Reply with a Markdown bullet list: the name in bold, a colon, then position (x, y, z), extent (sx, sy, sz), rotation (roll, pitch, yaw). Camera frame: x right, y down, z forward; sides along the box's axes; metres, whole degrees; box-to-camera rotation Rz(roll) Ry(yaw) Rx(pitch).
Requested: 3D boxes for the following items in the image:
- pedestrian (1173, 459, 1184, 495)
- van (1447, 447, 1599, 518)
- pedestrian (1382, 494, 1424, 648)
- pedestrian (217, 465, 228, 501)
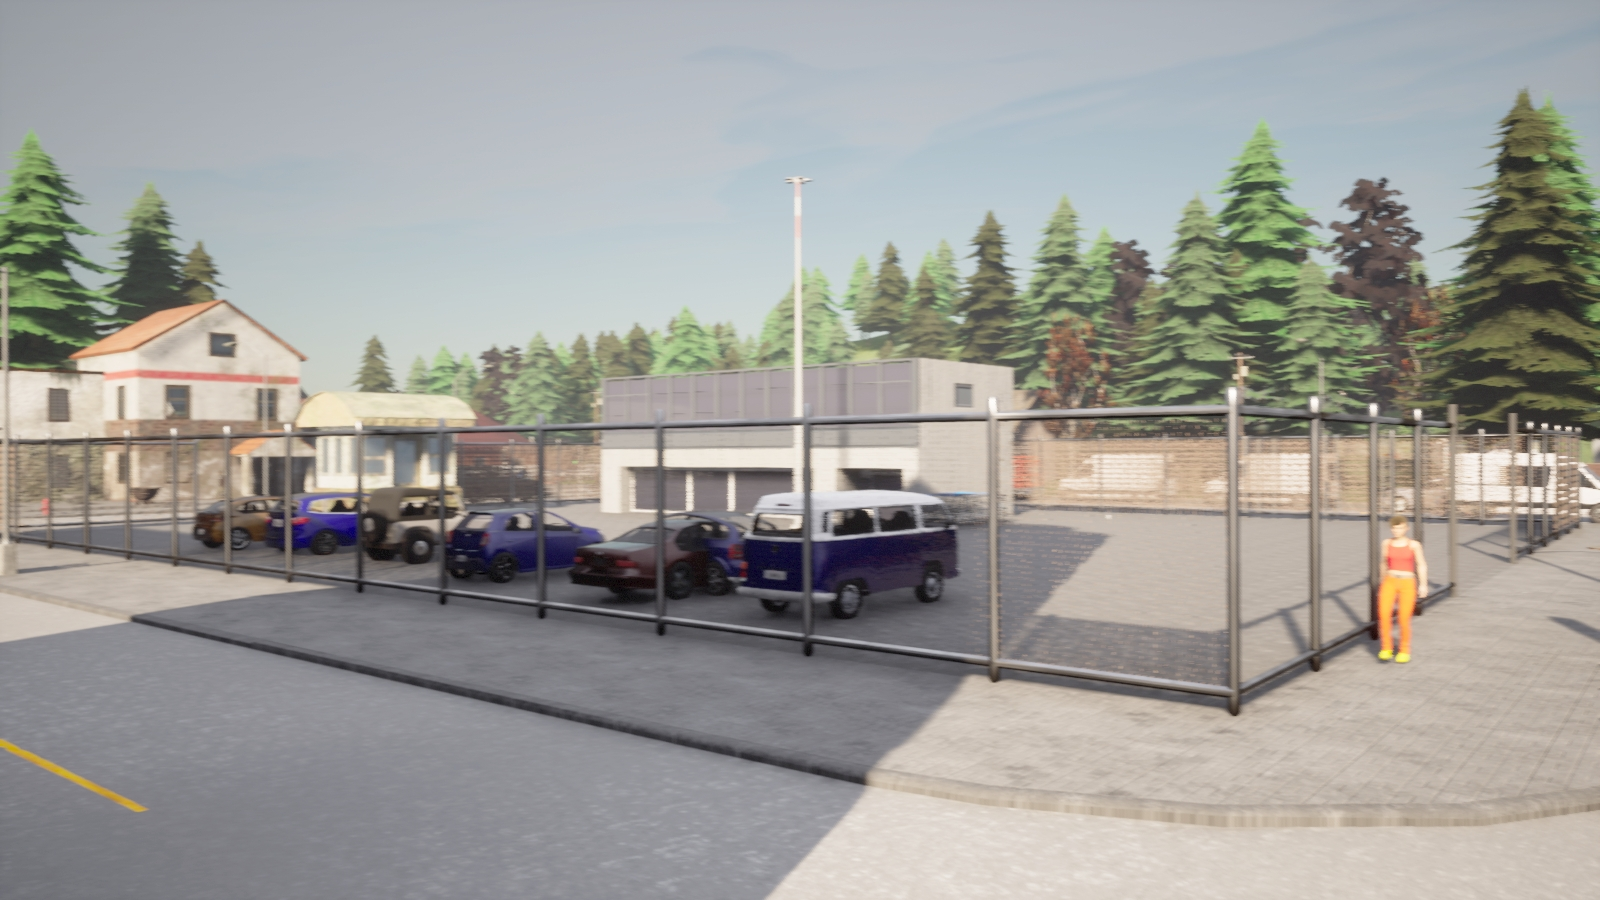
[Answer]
- **pedestrian**: position (20.097, 1.435, 60.638), extent (0.375, 1.860, 0.375), rotation (0, 0, -39)
- **van**: position (27.910, 1.176, 43.060), extent (5.915, 2.561, 1.988), rotation (0, 0, 38)
- **pedestrian**: position (7.514, 1.488, 14.244), extent (0.375, 1.860, 0.375), rotation (0, 0, 42)
- **pedestrian**: position (-29.740, 1.700, 58.861), extent (0.375, 1.860, 0.375), rotation (0, 0, 31)
